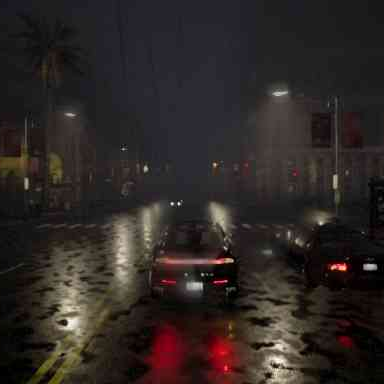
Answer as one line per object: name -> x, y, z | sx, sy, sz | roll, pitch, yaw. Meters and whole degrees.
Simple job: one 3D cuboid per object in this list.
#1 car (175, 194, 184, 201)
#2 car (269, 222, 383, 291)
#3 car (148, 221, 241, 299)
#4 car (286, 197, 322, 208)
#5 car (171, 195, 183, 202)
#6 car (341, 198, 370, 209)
car -> -3.324, 1.428, 86.648 | 1.882, 1.535, 5.008 | 0, 0, 3
car -> 3.563, 1.542, 9.127 | 2.033, 1.411, 5.357 | 0, 0, 0
car -> 0.060, 1.487, 8.425 | 2.128, 1.511, 4.902 | 0, 0, 0
car -> 16.263, 1.450, 48.424 | 5.008, 1.535, 1.882 | 0, 0, 3
car -> -3.492, 1.554, 71.623 | 1.895, 1.301, 4.718 | 0, 0, 0
car -> 23.130, 1.522, 44.782 | 5.357, 1.411, 2.033 | 0, 0, 0
